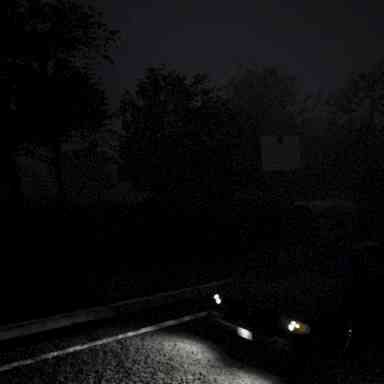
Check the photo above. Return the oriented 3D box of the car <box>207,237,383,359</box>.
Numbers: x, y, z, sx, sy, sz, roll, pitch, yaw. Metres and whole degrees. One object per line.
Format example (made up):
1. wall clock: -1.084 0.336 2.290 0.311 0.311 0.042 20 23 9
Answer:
1. car: 2.819 1.603 6.289 5.357 1.411 2.033 1 -1 -38
